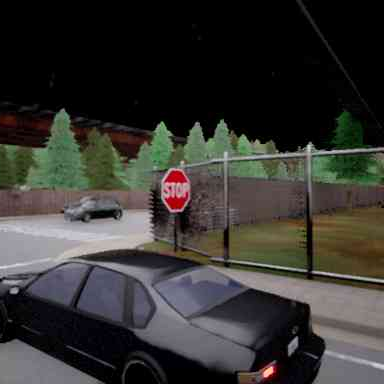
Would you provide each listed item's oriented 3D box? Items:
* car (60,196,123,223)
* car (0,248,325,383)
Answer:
[{"bbox_3d":[-7.742,1.408,26.336,2.097,1.767,4.553,0,0,36],"label":"car"},{"bbox_3d":[-1.054,1.556,4.721,5.357,1.411,2.033,0,0,36],"label":"car"}]
